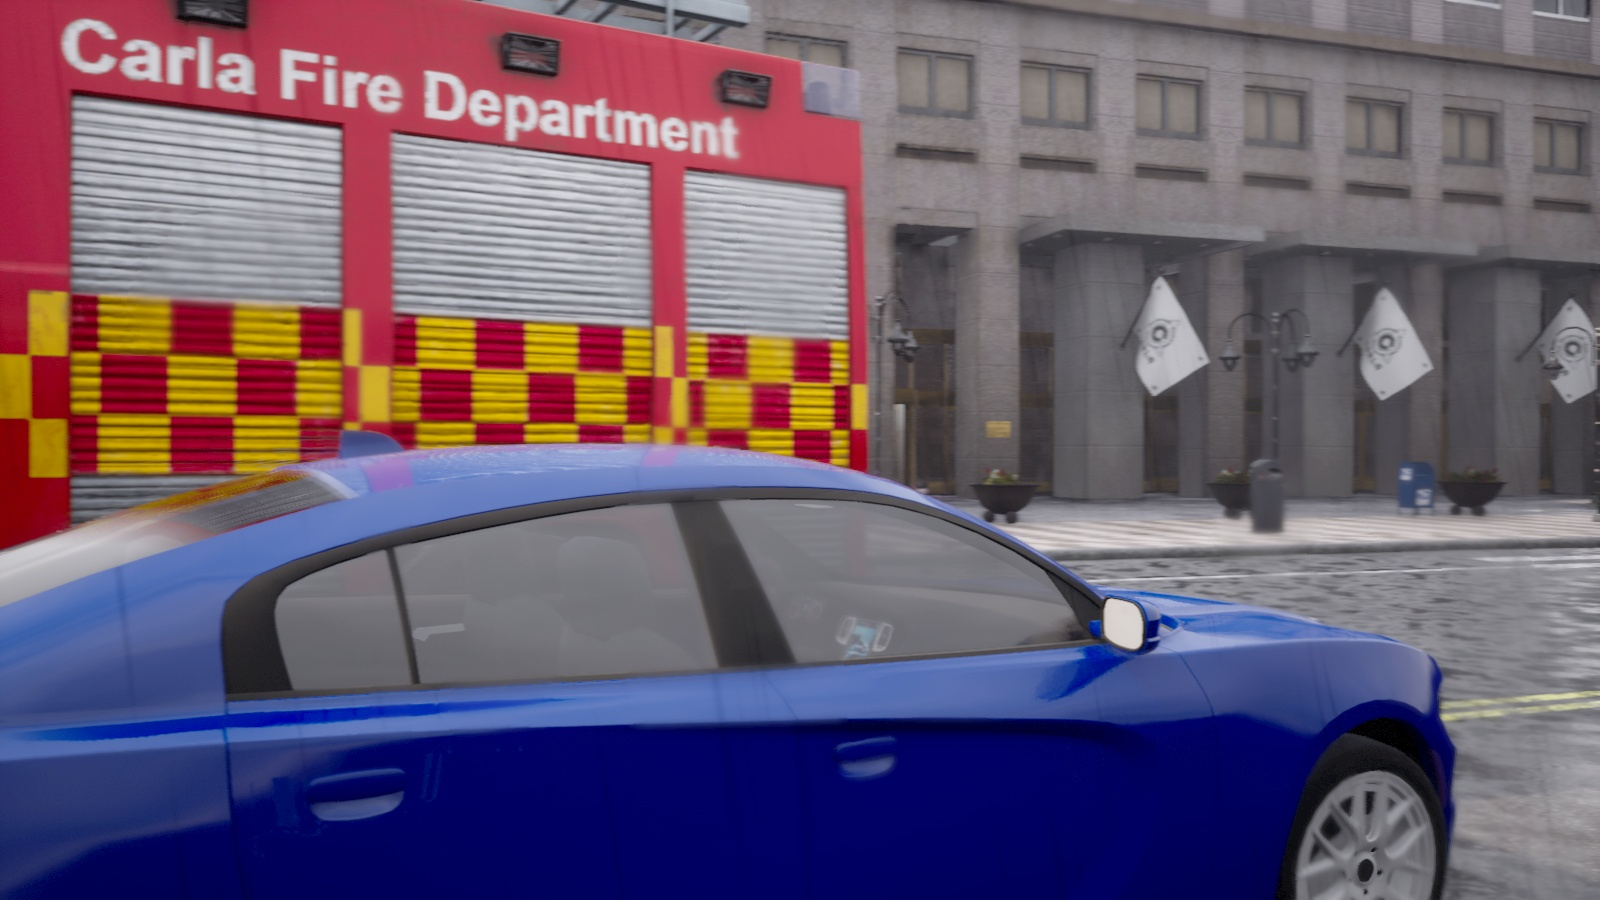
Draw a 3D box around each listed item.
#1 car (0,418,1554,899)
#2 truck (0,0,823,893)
[{"bbox_3d":[-0.301,0.726,3.340,5.008,1.535,1.882,0,0,-32],"label":"car"},{"bbox_3d":[-4.286,-0.409,5.013,8.468,3.827,2.891,0,0,-30],"label":"truck"}]
